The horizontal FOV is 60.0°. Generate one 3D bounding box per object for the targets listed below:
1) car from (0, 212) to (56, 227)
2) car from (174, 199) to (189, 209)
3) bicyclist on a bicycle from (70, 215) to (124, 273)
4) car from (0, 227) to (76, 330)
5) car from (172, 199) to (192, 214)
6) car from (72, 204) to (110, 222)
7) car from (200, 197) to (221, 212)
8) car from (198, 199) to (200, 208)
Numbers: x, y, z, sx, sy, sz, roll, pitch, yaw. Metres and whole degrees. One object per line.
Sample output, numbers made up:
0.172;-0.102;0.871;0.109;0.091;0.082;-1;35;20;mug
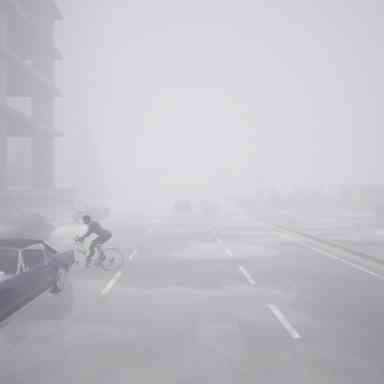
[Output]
-7.536;1.547;14.071;2.033;1.411;5.357;0;0;-2;car
-1.402;1.601;45.490;1.895;1.301;4.718;0;0;-2;car
-2.743;1.455;9.254;1.656;1.620;0.582;-2;0;-2;bicyclist on a bicycle
-3.760;1.601;6.042;1.895;1.301;4.718;0;0;-2;car
-1.050;1.503;35.226;1.837;1.490;4.892;0;0;-2;car
-7.850;1.600;26.273;1.895;1.301;4.718;0;0;-2;car
2.298;1.564;39.107;1.994;1.385;4.181;0;0;-2;car
1.938;1.478;49.029;1.882;1.535;5.008;0;0;-1;car
